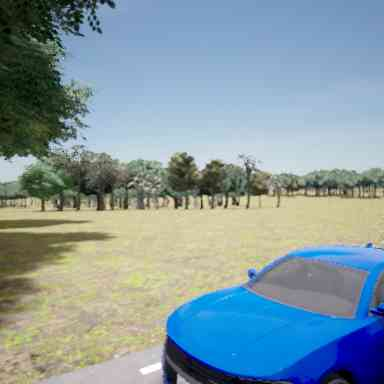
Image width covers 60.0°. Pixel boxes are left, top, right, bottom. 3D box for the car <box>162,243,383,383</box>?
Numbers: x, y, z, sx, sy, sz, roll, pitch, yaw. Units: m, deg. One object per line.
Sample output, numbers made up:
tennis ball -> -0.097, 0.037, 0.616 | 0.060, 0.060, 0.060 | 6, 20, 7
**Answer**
car -> 1.971, 1.519, 4.477 | 5.008, 1.535, 1.882 | 1, 0, -36
